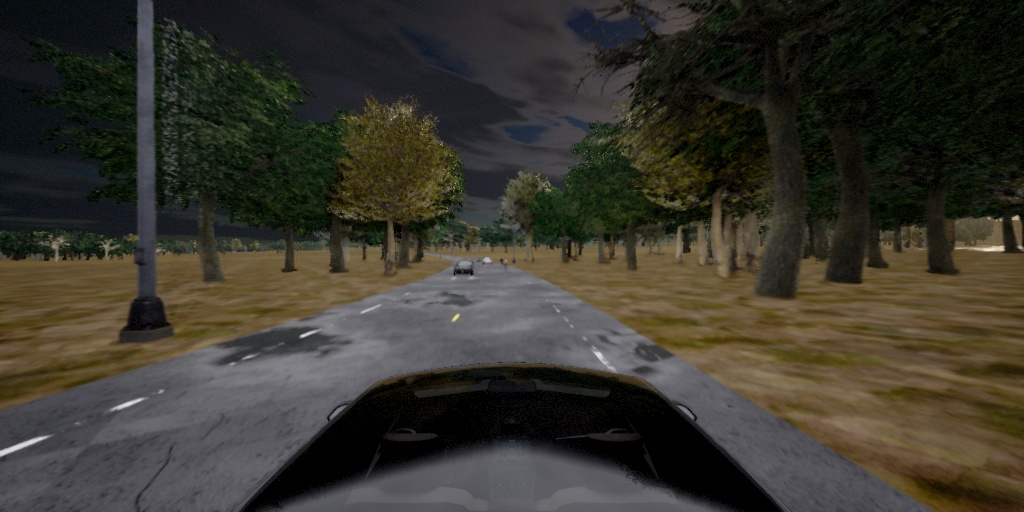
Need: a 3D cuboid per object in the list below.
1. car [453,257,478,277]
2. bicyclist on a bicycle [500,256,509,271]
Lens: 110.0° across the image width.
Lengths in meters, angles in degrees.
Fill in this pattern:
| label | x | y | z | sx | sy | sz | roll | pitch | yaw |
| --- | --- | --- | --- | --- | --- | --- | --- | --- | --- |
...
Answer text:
| label | x | y | z | sx | sy | sz | roll | pitch | yaw |
| --- | --- | --- | --- | --- | --- | --- | --- | --- | --- |
| car | -4.673 | 1.148 | 35.243 | 1.882 | 1.535 | 5.008 | 0 | 0 | -4 |
| bicyclist on a bicycle | -0.737 | 1.052 | 43.300 | 0.866 | 1.612 | 1.509 | 0 | 0 | -4 |
